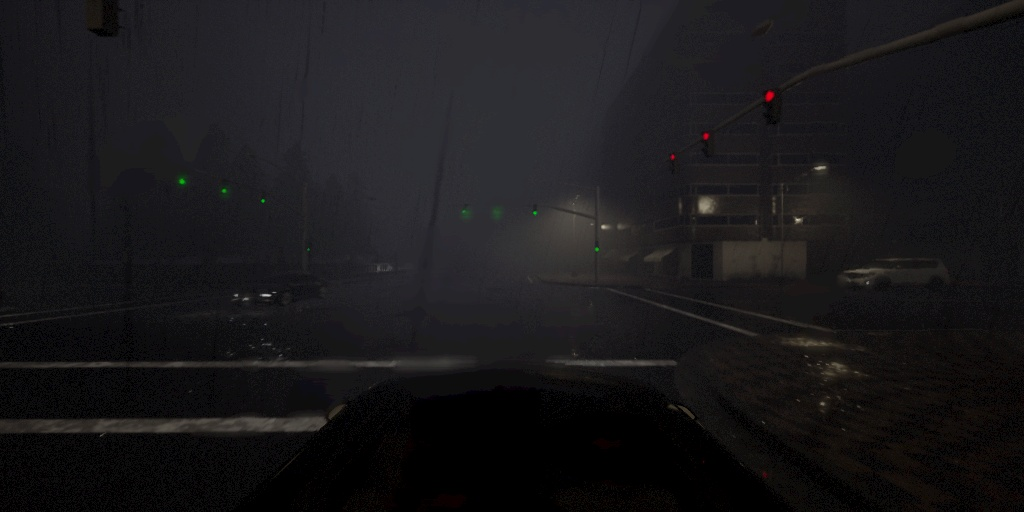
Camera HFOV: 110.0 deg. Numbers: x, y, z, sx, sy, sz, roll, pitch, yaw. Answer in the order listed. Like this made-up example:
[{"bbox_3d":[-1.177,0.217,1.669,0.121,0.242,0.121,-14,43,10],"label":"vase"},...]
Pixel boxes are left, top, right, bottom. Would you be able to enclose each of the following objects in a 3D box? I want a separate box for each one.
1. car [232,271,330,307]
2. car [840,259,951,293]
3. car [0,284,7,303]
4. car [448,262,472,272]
[{"bbox_3d":[-10.275,1.484,16.405,1.837,1.490,4.892,0,-1,1],"label":"car"},{"bbox_3d":[24.187,1.208,22.728,5.566,2.045,2.150,0,0,0],"label":"car"},{"bbox_3d":[-24.848,1.397,15.245,5.008,1.535,1.882,0,0,0],"label":"car"},{"bbox_3d":[-8.034,1.782,55.613,1.837,1.490,4.892,0,1,23],"label":"car"}]
